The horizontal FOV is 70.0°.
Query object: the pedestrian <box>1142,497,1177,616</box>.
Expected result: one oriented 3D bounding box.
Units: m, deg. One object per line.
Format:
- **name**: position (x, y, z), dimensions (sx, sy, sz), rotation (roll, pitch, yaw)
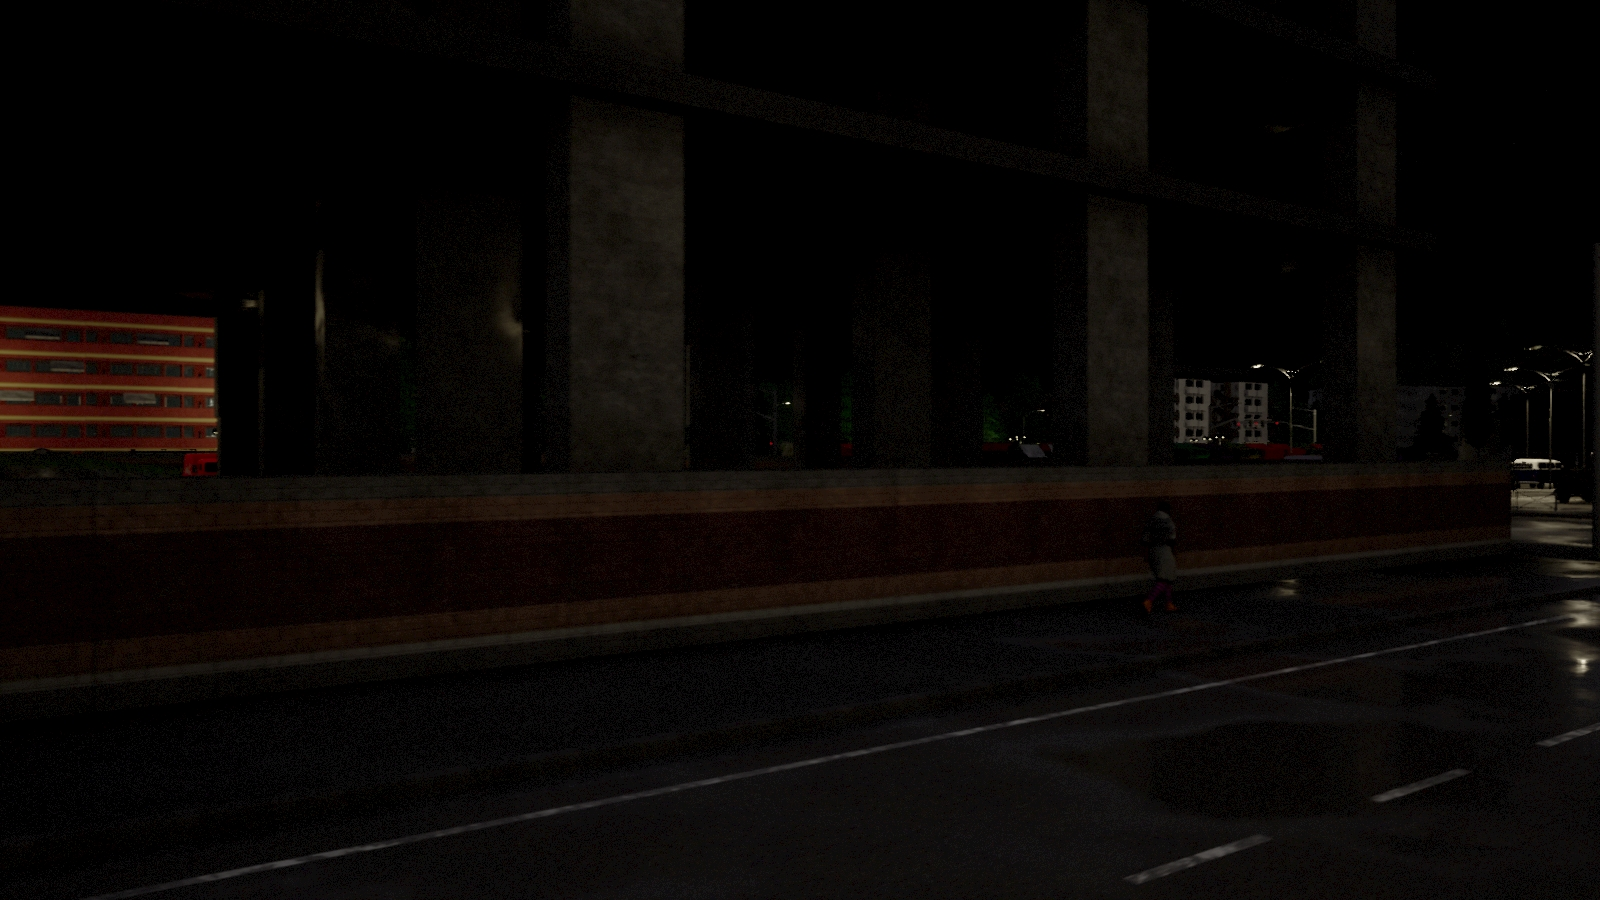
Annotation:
- **pedestrian**: position (5.762, 1.697, 18.303), dimensions (0.375, 1.860, 0.375), rotation (0, 0, -32)
